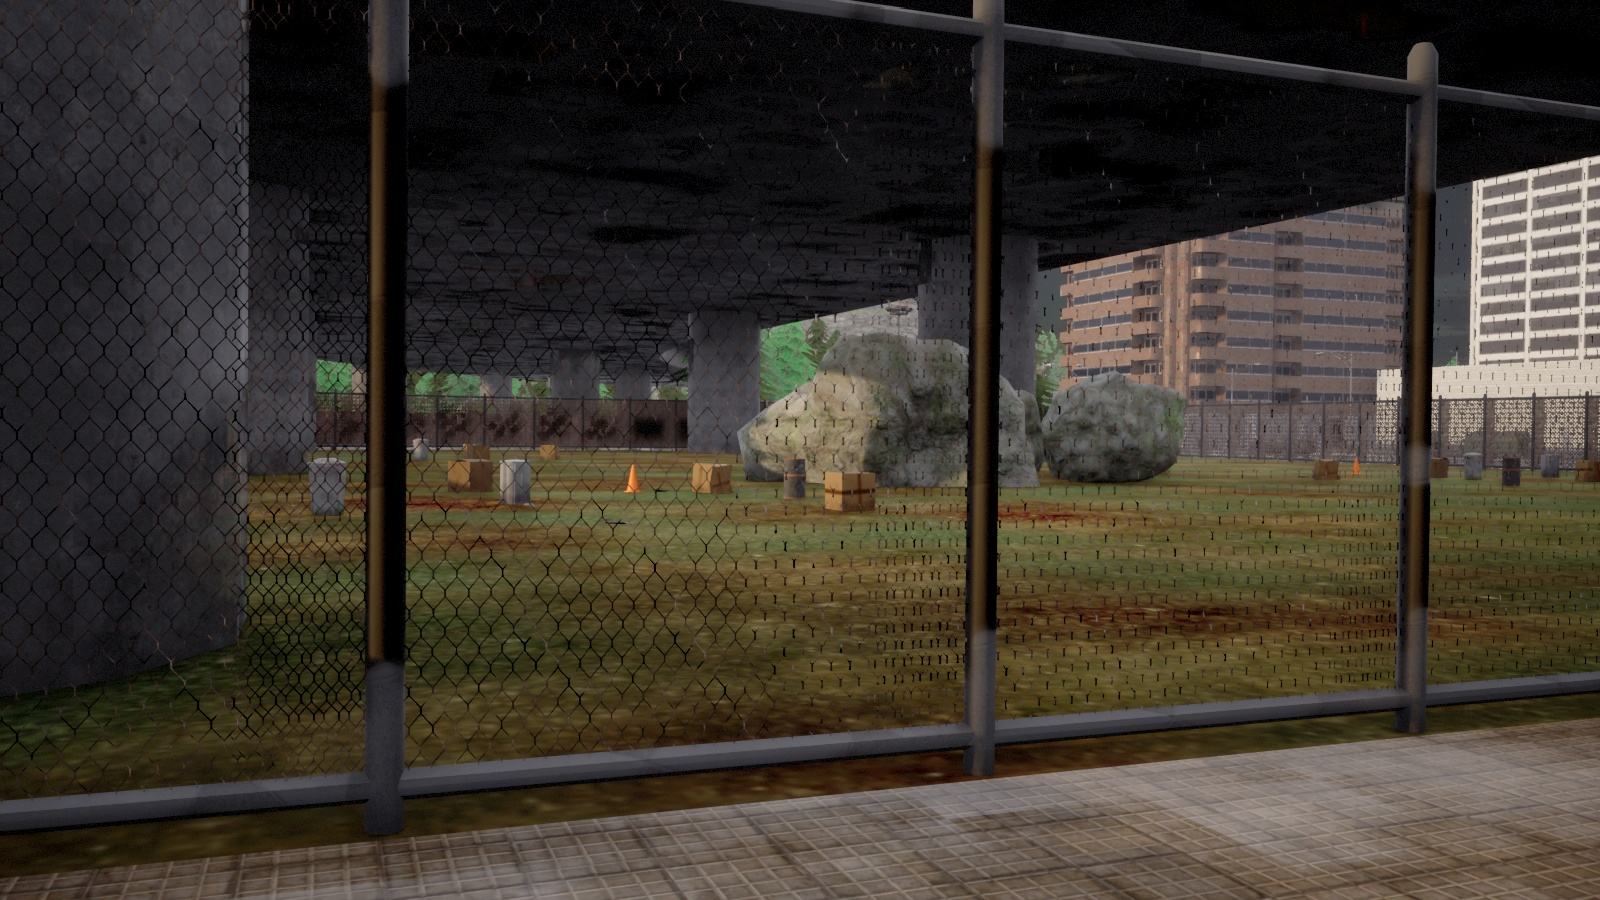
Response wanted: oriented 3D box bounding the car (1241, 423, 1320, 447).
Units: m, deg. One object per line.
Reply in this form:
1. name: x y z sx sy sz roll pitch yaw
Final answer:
1. car: 31.287 -0.972 81.905 2.128 1.511 4.902 -1 1 -21
